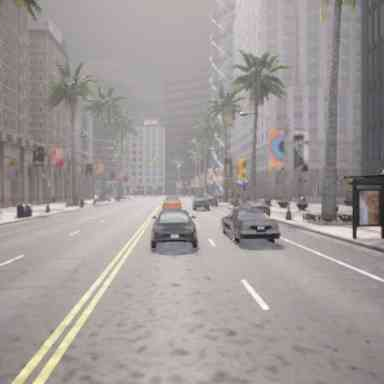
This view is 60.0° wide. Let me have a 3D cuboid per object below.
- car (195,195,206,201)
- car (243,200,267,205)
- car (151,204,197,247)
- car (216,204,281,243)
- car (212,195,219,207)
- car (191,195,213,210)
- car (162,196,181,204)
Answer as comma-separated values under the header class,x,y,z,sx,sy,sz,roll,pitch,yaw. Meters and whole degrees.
class,x,y,z,sx,sy,sz,roll,pitch,yaw
car,1.913,1.364,77.889,2.161,1.482,4.786,0,0,-4
car,4.940,1.424,26.673,2.231,1.521,4.892,0,0,-4
car,-0.796,1.499,14.752,1.812,1.442,4.674,0,0,-4
car,2.635,1.513,16.015,2.033,1.411,5.357,0,0,-4
car,3.035,1.245,55.985,2.185,1.767,4.553,0,0,-4
car,1.027,1.424,40.729,1.837,1.490,4.892,0,-1,-4
car,-2.292,1.284,37.886,2.097,1.767,4.553,0,0,-4
